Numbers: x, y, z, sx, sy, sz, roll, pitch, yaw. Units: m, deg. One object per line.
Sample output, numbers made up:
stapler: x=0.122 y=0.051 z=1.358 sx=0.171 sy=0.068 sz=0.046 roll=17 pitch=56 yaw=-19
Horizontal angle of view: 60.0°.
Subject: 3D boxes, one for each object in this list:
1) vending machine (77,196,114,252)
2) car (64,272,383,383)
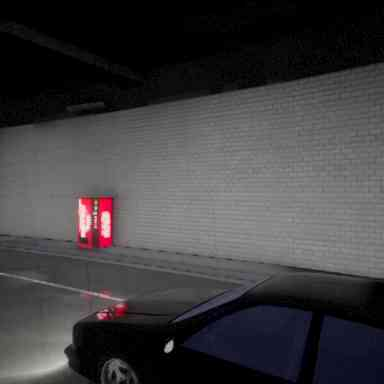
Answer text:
vending machine: x=-3.784 y=1.195 z=13.047 sx=0.880 sy=2.100 sz=1.100 roll=0 pitch=0 yaw=29
car: x=1.152 y=1.547 z=3.075 sx=5.357 sy=1.411 sz=2.033 roll=0 pitch=0 yaw=34
